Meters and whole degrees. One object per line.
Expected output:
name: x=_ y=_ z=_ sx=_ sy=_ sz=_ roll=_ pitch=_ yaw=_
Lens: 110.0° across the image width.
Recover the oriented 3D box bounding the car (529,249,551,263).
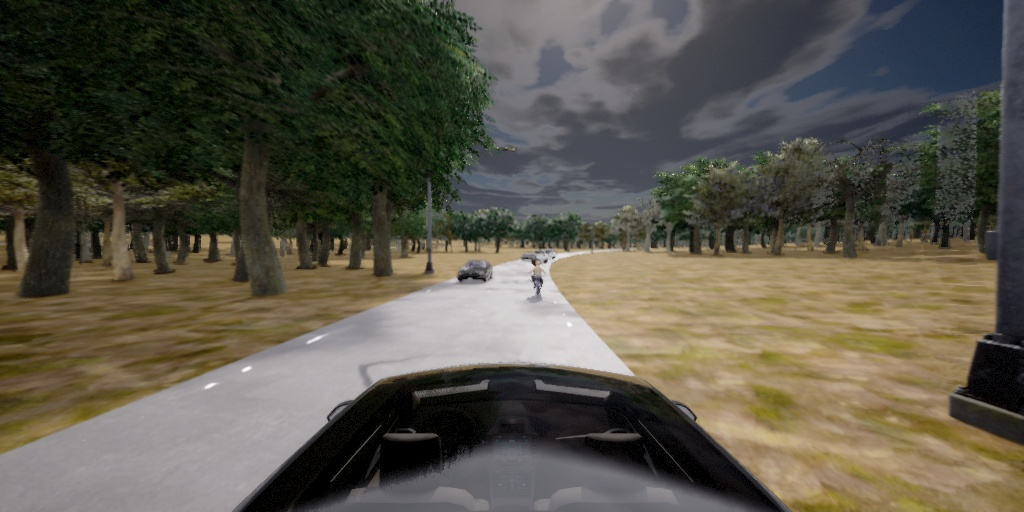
car: x=4.563 y=-0.009 z=57.209 sx=2.150 sy=2.045 sz=5.566 roll=1 pitch=2 yaw=10

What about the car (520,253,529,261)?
car: x=2.772 y=0.107 z=65.073 sx=1.994 sy=1.385 sz=4.181 roll=1 pitch=2 yaw=11

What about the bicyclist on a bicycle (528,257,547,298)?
bicyclist on a bicycle: x=1.124 y=0.992 z=15.718 sx=0.866 sy=1.612 sz=1.509 roll=0 pitch=1 yaw=2

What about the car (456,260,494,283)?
car: x=-2.349 y=0.948 z=24.270 sx=2.033 sy=1.411 sz=5.357 roll=0 pitch=1 yaw=4

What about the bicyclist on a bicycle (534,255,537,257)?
bicyclist on a bicycle: x=1.627 y=0.785 z=25.010 sx=0.659 sy=1.776 sz=1.843 roll=1 pitch=1 yaw=4
